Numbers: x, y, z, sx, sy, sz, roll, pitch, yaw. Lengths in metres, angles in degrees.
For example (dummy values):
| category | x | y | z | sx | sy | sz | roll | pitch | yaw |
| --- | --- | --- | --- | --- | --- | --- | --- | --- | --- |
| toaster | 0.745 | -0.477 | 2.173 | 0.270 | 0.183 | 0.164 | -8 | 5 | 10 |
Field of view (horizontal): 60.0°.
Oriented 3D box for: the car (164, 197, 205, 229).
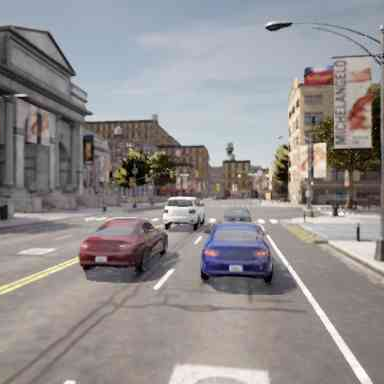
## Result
| category | x | y | z | sx | sy | sz | roll | pitch | yaw |
| --- | --- | --- | --- | --- | --- | --- | --- | --- | --- |
| car | -0.418 | 1.370 | 22.744 | 2.150 | 2.045 | 5.566 | 0 | 0 | 8 |

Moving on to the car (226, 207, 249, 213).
| category | x | y | z | sx | sy | sz | roll | pitch | yaw |
| --- | --- | --- | --- | --- | --- | --- | --- | --- | --- |
| car | 3.007 | 1.696 | 21.912 | 2.033 | 1.411 | 5.357 | 0 | 0 | 8 |

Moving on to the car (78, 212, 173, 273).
| category | x | y | z | sx | sy | sz | roll | pitch | yaw |
| --- | --- | --- | --- | --- | --- | --- | --- | --- | --- |
| car | -2.062 | 1.595 | 10.933 | 1.812 | 1.442 | 4.674 | 0 | 0 | 7 |

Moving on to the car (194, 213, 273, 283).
| category | x | y | z | sx | sy | sz | roll | pitch | yaw |
| --- | --- | --- | --- | --- | --- | --- | --- | --- | --- |
| car | 1.311 | 1.593 | 9.893 | 1.812 | 1.442 | 4.674 | 0 | 0 | 8 |
